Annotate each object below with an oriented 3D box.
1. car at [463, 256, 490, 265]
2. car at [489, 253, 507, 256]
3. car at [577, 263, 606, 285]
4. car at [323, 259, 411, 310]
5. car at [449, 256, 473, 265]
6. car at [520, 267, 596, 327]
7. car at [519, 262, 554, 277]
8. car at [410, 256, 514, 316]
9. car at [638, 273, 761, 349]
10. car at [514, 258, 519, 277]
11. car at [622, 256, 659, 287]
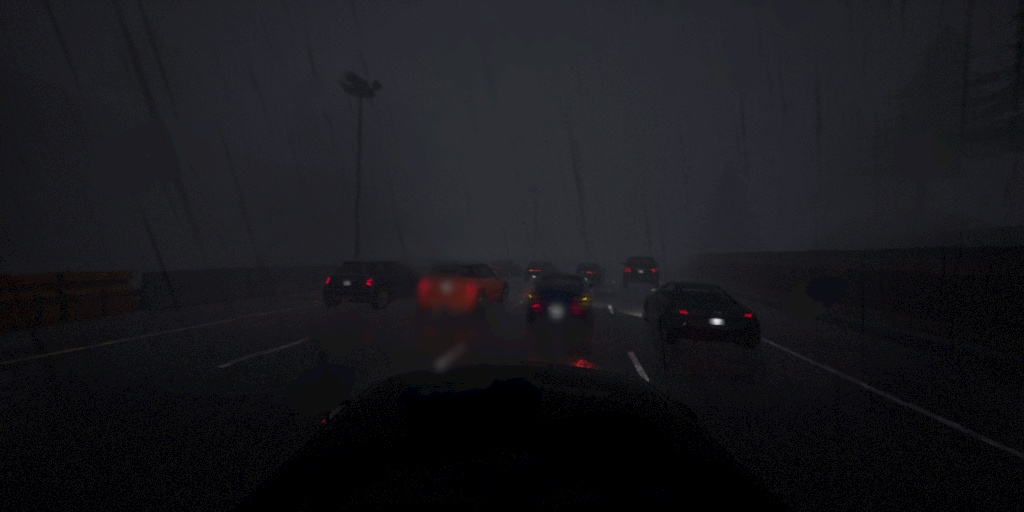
[{"bbox_3d":[-6.012,0.769,60.707,2.128,1.511,4.902,1,0,29],"label":"car"},{"bbox_3d":[-2.613,0.583,59.615,2.150,2.045,5.566,1,1,29],"label":"car"},{"bbox_3d":[5.701,1.251,26.350,1.837,1.490,4.892,1,1,19],"label":"car"},{"bbox_3d":[-4.976,0.916,13.876,2.097,1.767,4.553,1,0,13],"label":"car"},{"bbox_3d":[-8.886,0.724,62.743,1.812,1.442,4.674,1,0,29],"label":"car"},{"bbox_3d":[1.648,1.259,11.555,1.812,1.442,4.674,1,0,12],"label":"car"},{"bbox_3d":[2.317,1.167,27.267,1.837,1.490,4.892,1,1,19],"label":"car"},{"bbox_3d":[-1.559,1.001,13.143,2.097,1.767,4.553,1,0,13],"label":"car"},{"bbox_3d":[4.827,1.382,9.692,1.994,1.385,4.181,1,0,12],"label":"car"},{"bbox_3d":[-0.595,1.057,29.563,1.882,1.535,5.008,1,0,19],"label":"car"},{"bbox_3d":[8.760,1.049,24.518,2.150,2.045,5.566,1,1,19],"label":"car"}]
